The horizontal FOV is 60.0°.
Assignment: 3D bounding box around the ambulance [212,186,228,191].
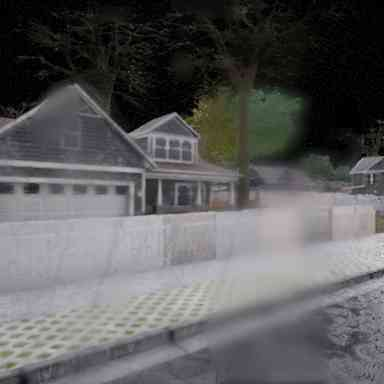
[{"bbox_3d":[3.820,0.334,51.018,2.351,2.431,6.366,1,0,-36],"label":"ambulance"}]
